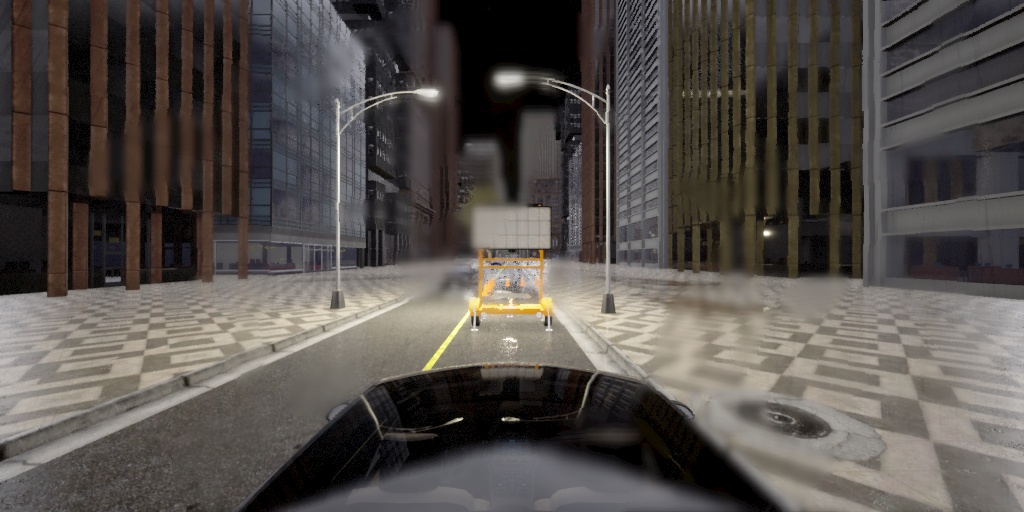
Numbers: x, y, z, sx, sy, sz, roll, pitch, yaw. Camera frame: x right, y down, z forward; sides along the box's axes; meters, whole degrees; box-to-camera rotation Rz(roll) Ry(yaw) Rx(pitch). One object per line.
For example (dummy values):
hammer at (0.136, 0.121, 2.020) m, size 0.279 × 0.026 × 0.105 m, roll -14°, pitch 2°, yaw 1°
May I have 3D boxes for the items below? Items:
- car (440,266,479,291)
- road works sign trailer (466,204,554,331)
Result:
car at (-3.116, 1.301, 22.374) m, size 2.033 × 1.411 × 5.357 m, roll 0°, pitch 0°, yaw 0°
road works sign trailer at (-0.007, 0.215, 10.981) m, size 2.380 × 3.560 × 2.880 m, roll 0°, pitch 0°, yaw 0°
